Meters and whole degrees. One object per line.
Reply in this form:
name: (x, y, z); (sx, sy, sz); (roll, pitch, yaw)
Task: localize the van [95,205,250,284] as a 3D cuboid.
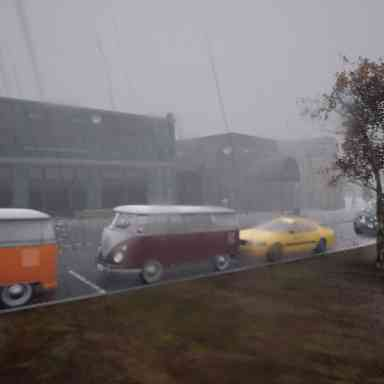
van: (-0.602, 1.389, 9.849); (4.442, 1.987, 1.878); (2, 1, -40)

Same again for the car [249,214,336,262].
car: (3.696, 1.697, 13.302); (5.366, 1.575, 1.946); (2, 1, -38)

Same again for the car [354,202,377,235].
car: (12.161, 1.659, 20.851); (5.566, 2.045, 2.435); (2, 1, -44)

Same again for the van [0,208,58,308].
van: (-5.103, 1.311, 6.528); (4.442, 1.987, 1.878); (2, 1, -35)
